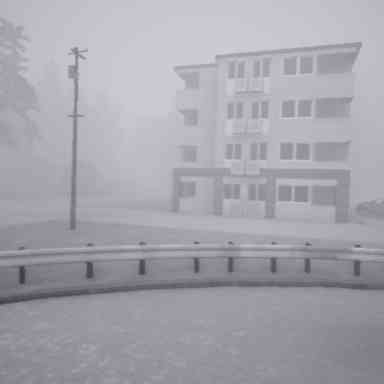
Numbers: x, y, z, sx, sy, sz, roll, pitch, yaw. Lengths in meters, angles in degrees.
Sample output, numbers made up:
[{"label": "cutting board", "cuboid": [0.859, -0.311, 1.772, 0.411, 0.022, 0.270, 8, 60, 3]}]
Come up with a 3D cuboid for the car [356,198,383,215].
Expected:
[{"label": "car", "cuboid": [15.327, 1.185, 26.993, 3.633, 1.501, 1.845, 3, 2, 29]}]
